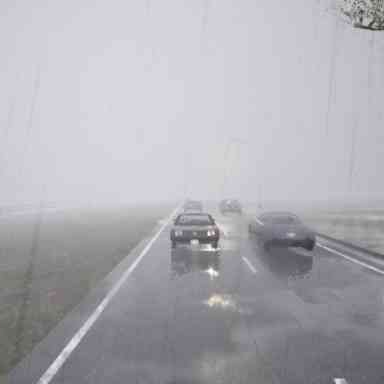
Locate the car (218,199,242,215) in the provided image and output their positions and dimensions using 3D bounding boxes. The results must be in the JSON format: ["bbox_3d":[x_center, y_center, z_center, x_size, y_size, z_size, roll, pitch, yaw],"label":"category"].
[{"bbox_3d":[3.609,1.380,32.035,2.033,1.411,5.357,0,0,0],"label":"car"}]

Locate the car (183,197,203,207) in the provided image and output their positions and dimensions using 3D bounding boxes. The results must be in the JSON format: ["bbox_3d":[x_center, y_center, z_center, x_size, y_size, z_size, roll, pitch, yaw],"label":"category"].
[{"bbox_3d":[0.109,1.306,34.675,2.128,1.511,4.902,0,0,0],"label":"car"}]

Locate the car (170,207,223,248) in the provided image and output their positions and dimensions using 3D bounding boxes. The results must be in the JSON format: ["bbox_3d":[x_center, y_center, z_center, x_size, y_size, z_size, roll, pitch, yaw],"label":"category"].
[{"bbox_3d":[0.105,1.543,14.504,1.895,1.301,4.718,0,0,0],"label":"car"}]

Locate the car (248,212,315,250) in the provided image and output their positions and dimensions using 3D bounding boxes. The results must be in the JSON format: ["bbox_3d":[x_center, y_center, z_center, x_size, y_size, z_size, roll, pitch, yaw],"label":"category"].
[{"bbox_3d":[3.602,1.509,14.044,1.994,1.385,4.181,0,0,0],"label":"car"}]
